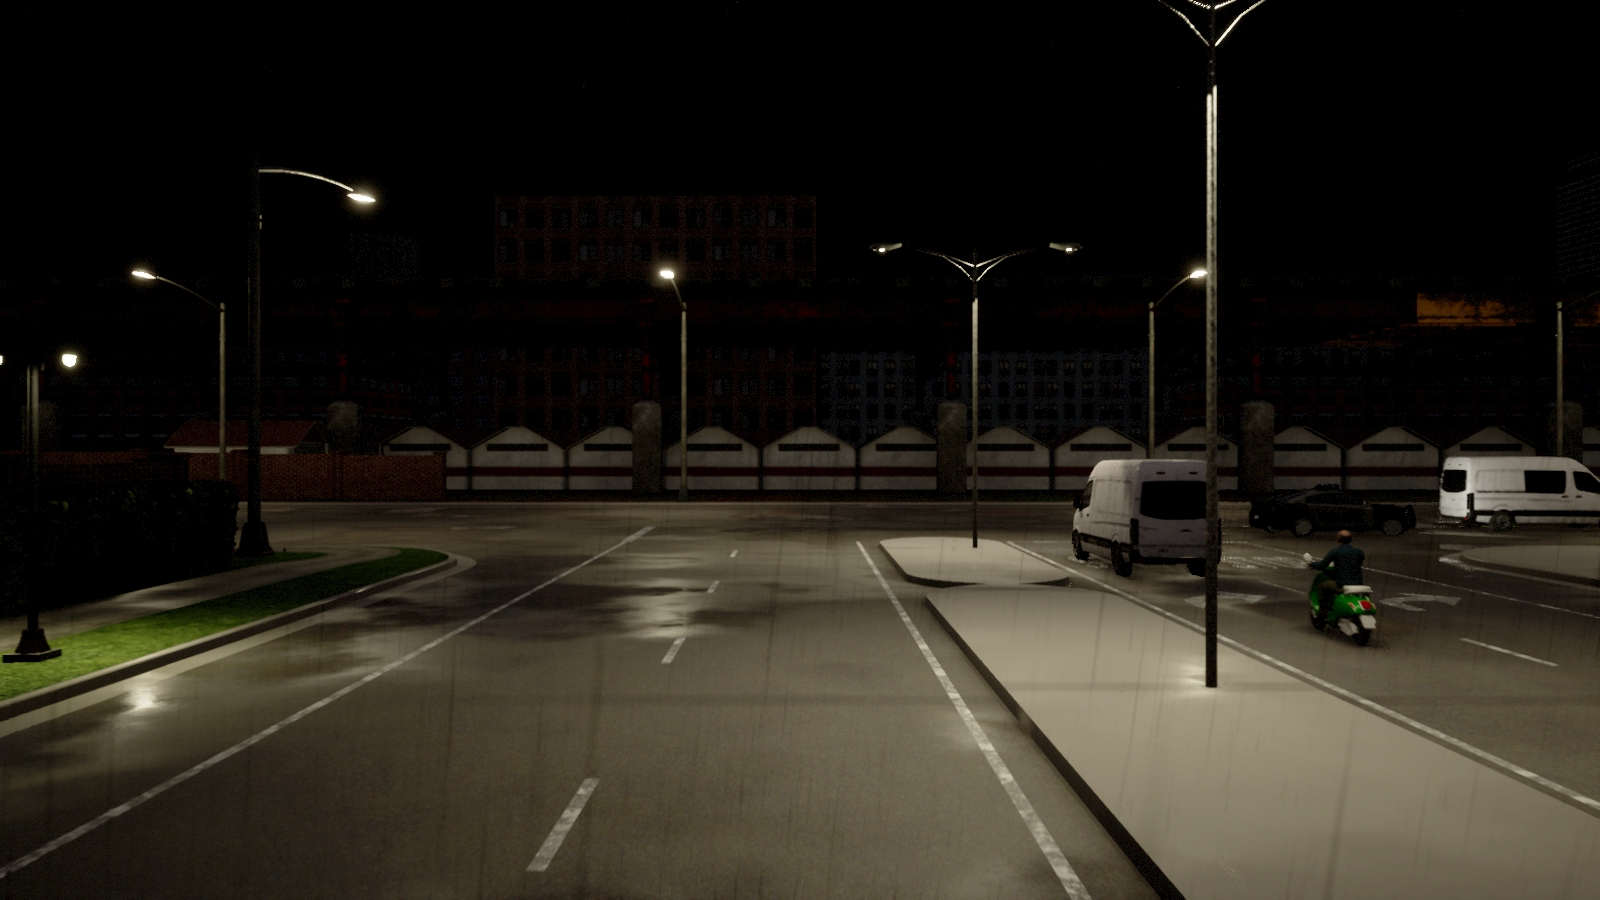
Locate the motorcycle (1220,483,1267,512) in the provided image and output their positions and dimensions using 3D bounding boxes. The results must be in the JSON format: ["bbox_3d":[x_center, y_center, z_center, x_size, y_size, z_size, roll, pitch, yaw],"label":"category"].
[{"bbox_3d":[20.029,2.143,51.613,1.805,1.236,0.856,0,0,0],"label":"motorcycle"}]

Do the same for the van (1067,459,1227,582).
[{"bbox_3d":[8.003,1.511,27.050,1.988,2.561,5.915,0,0,0],"label":"van"}]

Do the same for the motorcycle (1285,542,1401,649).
[{"bbox_3d":[7.985,2.115,16.905,0.856,1.341,1.805,0,1,0],"label":"motorcycle"}]

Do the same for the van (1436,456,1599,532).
[{"bbox_3d":[25.632,1.504,39.714,5.915,2.561,1.988,0,0,1],"label":"van"}]

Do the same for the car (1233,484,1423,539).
[{"bbox_3d":[17.099,1.954,37.137,5.238,1.638,2.097,0,0,-6],"label":"car"}]
